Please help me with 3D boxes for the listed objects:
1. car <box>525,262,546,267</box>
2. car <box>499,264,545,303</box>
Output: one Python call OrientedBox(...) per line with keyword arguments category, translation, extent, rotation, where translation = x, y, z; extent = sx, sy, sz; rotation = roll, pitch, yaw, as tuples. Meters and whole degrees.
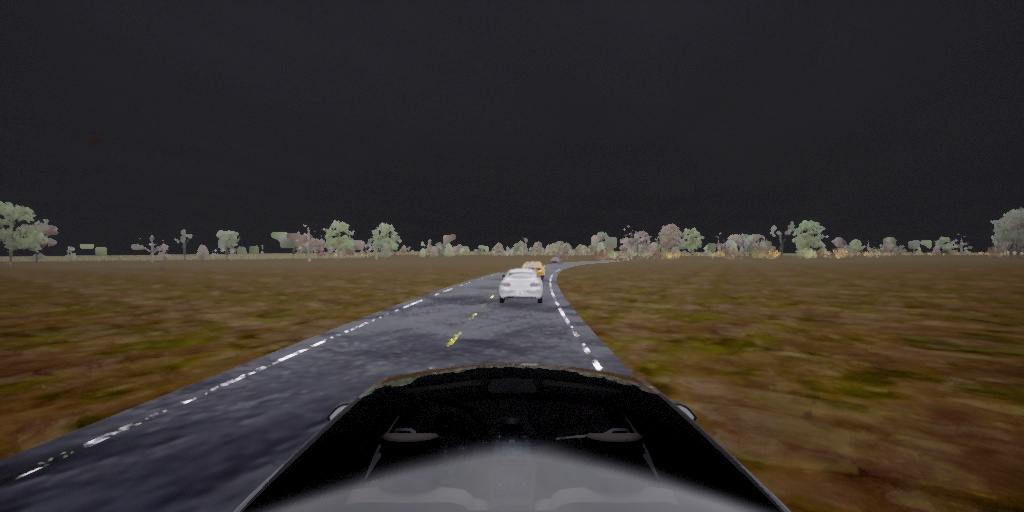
OrientedBox(category="car", translation=(1.862, 1.220, 31.227), extent=(1.882, 1.535, 5.008), rotation=(0, 0, 7))
OrientedBox(category="car", translation=(0.466, 1.280, 16.389), extent=(1.812, 1.442, 4.674), rotation=(0, 0, 4))
